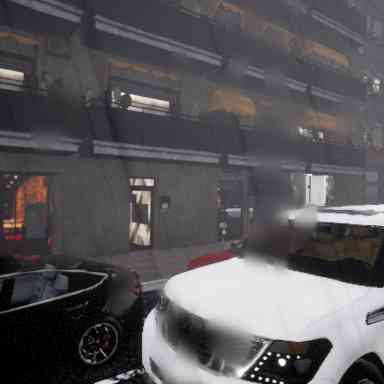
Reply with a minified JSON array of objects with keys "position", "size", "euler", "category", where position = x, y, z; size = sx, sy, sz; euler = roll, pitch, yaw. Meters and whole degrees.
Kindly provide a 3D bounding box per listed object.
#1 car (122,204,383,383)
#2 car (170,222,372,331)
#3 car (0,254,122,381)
[{"position":[2.131,1.226,4.469],"size":[5.566,2.045,2.150],"euler":[0,0,-35],"category":"car"},{"position":[1.932,1.552,7.467],"size":[4.507,1.381,1.887],"euler":[0,1,-35],"category":"car"},{"position":[-2.685,1.566,4.175],"size":[4.313,1.339,1.947],"euler":[0,1,-35],"category":"car"}]
